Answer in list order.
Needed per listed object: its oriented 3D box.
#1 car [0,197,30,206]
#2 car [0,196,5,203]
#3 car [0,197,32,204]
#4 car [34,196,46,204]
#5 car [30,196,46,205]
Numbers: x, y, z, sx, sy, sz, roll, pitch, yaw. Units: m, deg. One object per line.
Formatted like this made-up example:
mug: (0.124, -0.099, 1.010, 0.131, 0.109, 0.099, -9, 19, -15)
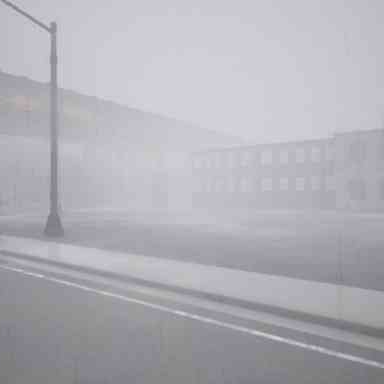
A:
car: (-30.250, 1.572, 57.241, 4.974, 1.542, 2.038, 0, 0, 7)
car: (-43.599, 1.612, 72.272, 4.974, 1.542, 2.038, 0, 0, 2)
car: (-30.302, 1.414, 57.247, 4.536, 1.218, 1.853, 0, 0, 7)
car: (-26.742, 1.410, 58.501, 1.853, 1.218, 4.536, 0, 0, -23)
car: (-26.721, 1.567, 58.453, 2.038, 1.542, 4.974, 0, 0, -23)
